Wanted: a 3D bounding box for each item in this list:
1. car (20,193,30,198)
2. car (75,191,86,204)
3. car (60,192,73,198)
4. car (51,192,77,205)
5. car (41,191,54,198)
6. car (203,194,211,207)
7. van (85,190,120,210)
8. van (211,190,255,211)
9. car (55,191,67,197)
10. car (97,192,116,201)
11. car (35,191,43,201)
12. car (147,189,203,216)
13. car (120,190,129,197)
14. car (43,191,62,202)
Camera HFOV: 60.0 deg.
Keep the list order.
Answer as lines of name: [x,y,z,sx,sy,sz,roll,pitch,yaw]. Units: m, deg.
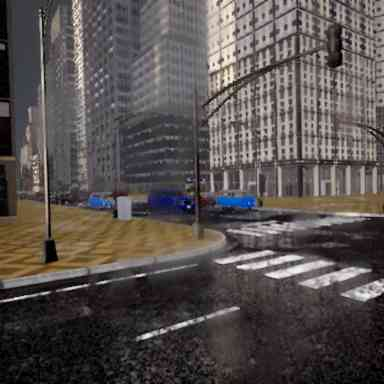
car: [-40.440,0.864,80.435,1.802,1.307,4.206,-2,1,-34]
car: [-16.813,0.956,50.315,2.033,1.411,5.357,-2,2,-34]
car: [-30.398,0.600,80.549,2.008,1.369,4.403,-2,1,-34]
car: [-18.684,1.061,48.339,1.947,1.339,4.313,-2,1,-34]
car: [-37.287,0.606,85.911,2.128,1.511,4.902,-2,2,-34]
car: [0.700,0.893,34.713,1.887,1.381,4.507,-2,1,-34]
van: [-9.364,0.925,34.580,1.690,1.788,3.998,-2,1,-34]
van: [3.878,0.716,30.176,1.690,1.788,3.998,-2,1,-34]
car: [-33.602,0.543,85.274,1.752,1.417,4.829,-2,1,-34]
car: [-14.858,0.745,57.623,1.887,1.381,4.507,-2,1,-34]
car: [-28.007,0.986,62.095,1.802,1.307,4.206,-2,1,-34]
car: [-1.795,0.775,28.010,2.150,2.045,5.566,-2,2,-34]
car: [-11.754,0.546,53.033,2.192,1.841,5.009,-2,1,-34]
car: [-21.792,1.016,52.923,2.008,1.369,4.403,-2,1,-34]
